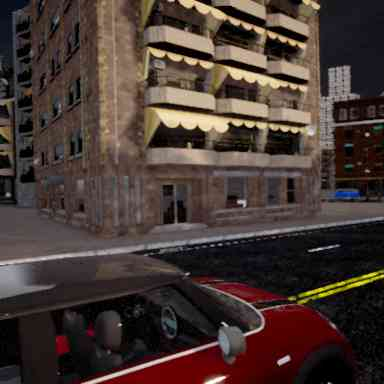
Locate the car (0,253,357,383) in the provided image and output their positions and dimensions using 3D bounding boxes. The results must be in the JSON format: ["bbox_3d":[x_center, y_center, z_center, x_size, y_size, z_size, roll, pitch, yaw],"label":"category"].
[{"bbox_3d":[-0.614,1.365,2.918,4.553,1.767,2.097,-1,0,-34],"label":"car"}]

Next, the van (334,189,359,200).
[{"bbox_3d":[26.440,0.382,56.796,3.998,1.788,1.690,0,0,23],"label":"van"}]
